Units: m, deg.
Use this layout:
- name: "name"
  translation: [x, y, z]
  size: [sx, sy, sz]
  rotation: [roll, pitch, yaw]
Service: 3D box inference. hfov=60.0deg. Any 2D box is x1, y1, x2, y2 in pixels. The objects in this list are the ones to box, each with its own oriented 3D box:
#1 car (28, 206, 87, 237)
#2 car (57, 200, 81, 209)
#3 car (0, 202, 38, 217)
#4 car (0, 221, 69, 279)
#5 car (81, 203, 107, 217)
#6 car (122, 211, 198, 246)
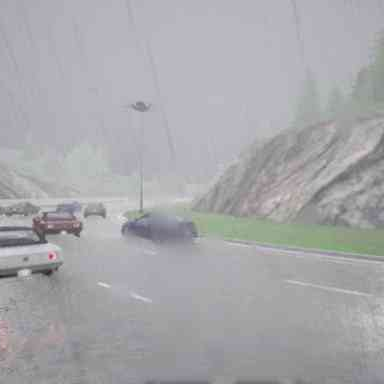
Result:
- name: "car"
  translation: [-7.443, 1.688, 18.110]
  size: [1.895, 1.301, 4.718]
  rotation: [0, 0, -32]
- name: "car"
  translation: [-13.729, 1.664, 37.518]
  size: [1.882, 1.535, 5.008]
  rotation: [0, 0, -6]
- name: "car"
  translation: [-16.778, 1.691, 33.145]
  size: [2.033, 1.411, 5.357]
  rotation: [0, 0, -9]
- name: "car"
  translation: [-5.478, 1.641, 9.603]
  size: [1.895, 1.301, 4.718]
  rotation: [1, 0, -42]
- name: "car"
  translation: [-9.615, 1.742, 33.307]
  size: [1.994, 1.385, 4.181]
  rotation: [0, 0, -12]
- name: "car"
  translation: [-1.624, 1.626, 15.921]
  size: [1.812, 1.442, 4.674]
  rotation: [0, 0, -39]
